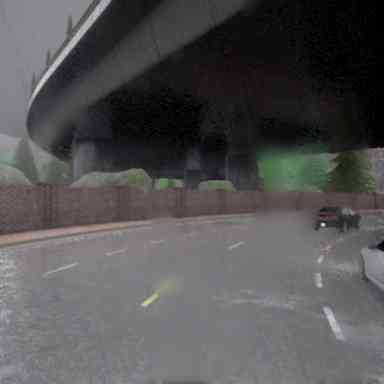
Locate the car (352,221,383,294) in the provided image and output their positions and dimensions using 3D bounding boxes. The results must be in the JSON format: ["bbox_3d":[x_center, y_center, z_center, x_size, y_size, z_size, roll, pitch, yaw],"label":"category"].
[{"bbox_3d":[4.890,1.604,6.978,1.812,1.442,4.674,0,0,15],"label":"car"}]

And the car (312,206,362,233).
[{"bbox_3d":[9.231,1.665,21.083,1.837,1.490,4.892,0,-1,42],"label":"car"}]
